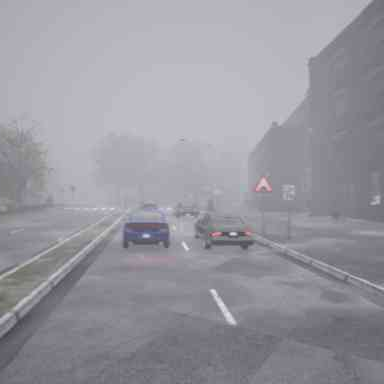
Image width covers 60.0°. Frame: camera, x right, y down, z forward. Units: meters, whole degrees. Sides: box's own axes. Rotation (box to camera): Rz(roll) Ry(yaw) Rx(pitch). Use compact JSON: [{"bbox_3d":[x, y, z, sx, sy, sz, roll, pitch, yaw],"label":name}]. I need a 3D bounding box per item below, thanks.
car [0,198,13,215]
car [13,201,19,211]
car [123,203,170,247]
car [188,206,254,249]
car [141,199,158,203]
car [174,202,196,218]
[{"bbox_3d":[-17.982,1.253,27.264,5.008,1.535,2.097,1,0,-7],"label":"car"},{"bbox_3d":[-18.307,1.235,30.000,4.892,1.521,2.231,1,0,-7],"label":"car"},{"bbox_3d":[-2.026,1.495,15.086,1.882,1.535,5.008,1,0,-7],"label":"car"},{"bbox_3d":[1.250,1.617,15.017,2.033,1.411,5.357,1,0,-7],"label":"car"},{"bbox_3d":[-3.811,1.430,29.837,1.837,1.490,4.892,1,1,-7],"label":"car"},{"bbox_3d":[-0.569,1.575,30.063,1.895,1.301,4.718,1,0,-7],"label":"car"}]
